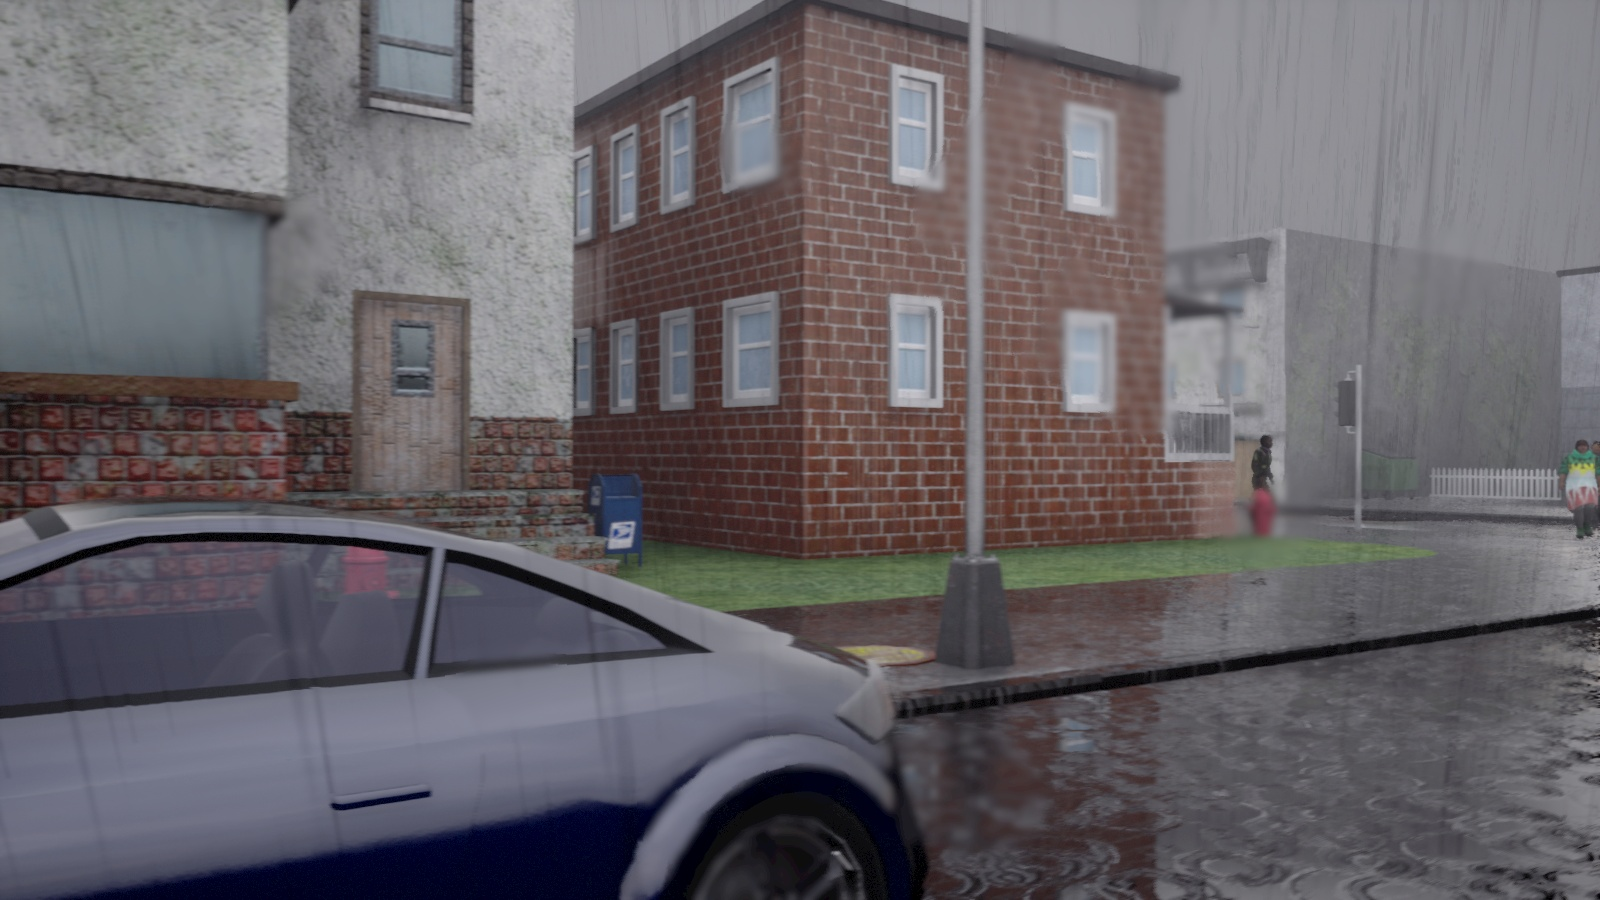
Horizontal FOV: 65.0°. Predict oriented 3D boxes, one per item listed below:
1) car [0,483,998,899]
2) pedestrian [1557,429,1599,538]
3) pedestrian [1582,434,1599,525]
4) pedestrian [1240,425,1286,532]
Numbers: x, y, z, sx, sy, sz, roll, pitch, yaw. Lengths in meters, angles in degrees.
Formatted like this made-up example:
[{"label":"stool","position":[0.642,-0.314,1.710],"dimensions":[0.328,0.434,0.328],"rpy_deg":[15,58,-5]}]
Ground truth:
[{"label":"car","position":[-1.768,0.820,3.049],"dimensions":[4.181,1.385,1.994],"rpy_deg":[0,0,-33]},{"label":"pedestrian","position":[14.214,0.597,22.864],"dimensions":[0.659,1.952,0.873],"rpy_deg":[0,0,27]},{"label":"pedestrian","position":[16.518,0.606,25.966],"dimensions":[0.540,1.848,0.694],"rpy_deg":[0,0,36]},{"label":"pedestrian","position":[8.497,0.522,23.063],"dimensions":[0.395,1.930,0.692],"rpy_deg":[0,0,-43]}]
